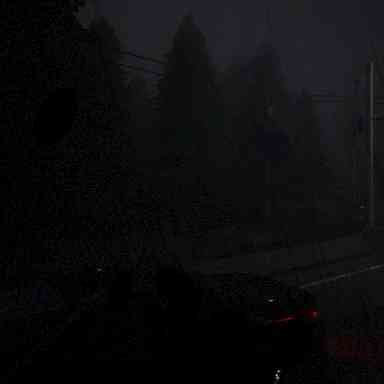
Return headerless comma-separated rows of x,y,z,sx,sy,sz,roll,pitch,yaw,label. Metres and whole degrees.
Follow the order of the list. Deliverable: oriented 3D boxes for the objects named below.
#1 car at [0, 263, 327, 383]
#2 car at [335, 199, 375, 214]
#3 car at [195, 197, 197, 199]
-0.842,1.547,3.385,5.357,1.411,2.033,0,0,-35,car
17.623,1.504,36.096,1.837,1.490,4.892,0,0,-11,car
-0.165,1.601,65.211,4.718,1.301,1.895,0,0,27,car
